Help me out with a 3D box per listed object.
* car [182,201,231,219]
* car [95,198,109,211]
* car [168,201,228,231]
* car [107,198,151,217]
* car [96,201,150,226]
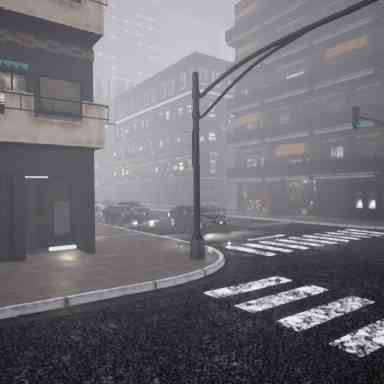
[{"bbox_3d":[1.198,1.512,29.152,2.008,1.369,4.403,-1,1,-36],"label":"car"},{"bbox_3d":[-11.347,1.568,37.244,1.812,1.442,4.674,-1,1,-36],"label":"car"},{"bbox_3d":[0.268,1.534,21.209,1.837,1.490,4.892,-1,1,-36],"label":"car"},{"bbox_3d":[-5.300,1.540,28.887,1.837,1.490,4.892,-1,1,-36],"label":"car"},{"bbox_3d":[-5.182,1.632,24.527,1.947,1.339,4.313,-1,1,-36],"label":"car"}]
